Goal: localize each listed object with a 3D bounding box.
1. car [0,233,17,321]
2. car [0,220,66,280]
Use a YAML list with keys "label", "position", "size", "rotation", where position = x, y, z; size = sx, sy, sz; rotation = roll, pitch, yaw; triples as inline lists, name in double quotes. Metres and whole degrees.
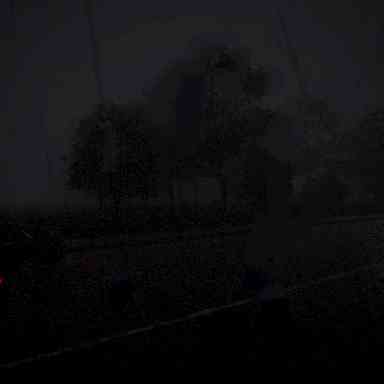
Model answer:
- label: "car"
  position: [-5.027, 1.570, 4.747]
  size: [4.181, 1.385, 1.994]
  rotation: [0, 0, -35]
- label: "car"
  position: [-5.831, 1.514, 8.472]
  size: [4.892, 1.490, 1.837]
  rotation: [0, 0, -36]
